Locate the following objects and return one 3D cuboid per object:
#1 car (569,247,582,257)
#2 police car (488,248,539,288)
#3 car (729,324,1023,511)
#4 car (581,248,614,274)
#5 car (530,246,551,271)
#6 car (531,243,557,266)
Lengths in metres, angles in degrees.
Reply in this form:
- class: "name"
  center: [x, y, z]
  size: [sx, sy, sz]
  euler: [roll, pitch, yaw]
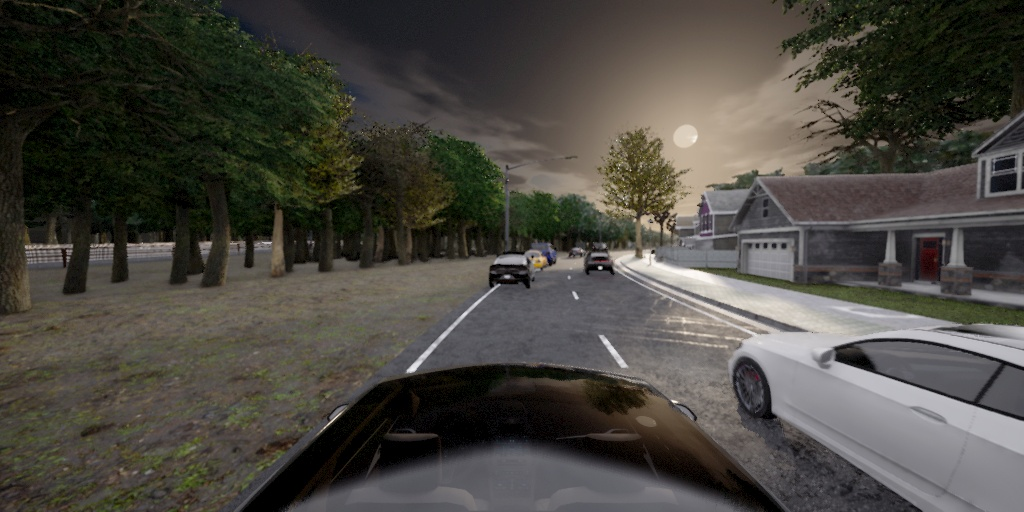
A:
- class: "car"
  center: [9.504, -0.564, 51.903]
  size: [1.812, 1.442, 4.674]
  euler: [1, 2, 22]
- class: "police car"
  center: [0.111, 0.582, 17.918]
  size: [1.930, 1.638, 5.238]
  euler: [0, 2, 7]
- class: "car"
  center: [3.699, 1.248, 2.696]
  size: [1.812, 1.442, 4.674]
  euler: [0, 2, 1]
- class: "car"
  center: [5.989, 0.409, 24.970]
  size: [1.837, 1.490, 4.892]
  euler: [0, 2, 10]
- class: "car"
  center: [1.682, 0.248, 27.823]
  size: [1.801, 1.575, 5.366]
  euler: [0, 2, 11]
- class: "car"
  center: [2.884, -0.192, 33.497]
  size: [2.150, 2.045, 5.566]
  euler: [1, 2, 13]
